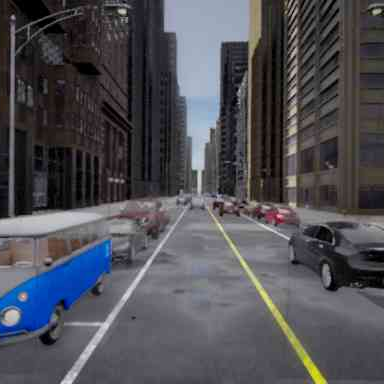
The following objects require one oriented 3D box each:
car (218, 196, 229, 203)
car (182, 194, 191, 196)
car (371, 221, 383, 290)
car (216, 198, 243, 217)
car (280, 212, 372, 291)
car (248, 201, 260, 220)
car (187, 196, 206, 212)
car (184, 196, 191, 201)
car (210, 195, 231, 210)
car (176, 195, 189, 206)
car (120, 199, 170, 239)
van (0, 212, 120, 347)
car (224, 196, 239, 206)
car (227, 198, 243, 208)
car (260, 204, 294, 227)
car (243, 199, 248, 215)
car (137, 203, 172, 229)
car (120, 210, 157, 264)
[{"bbox_3d":[6.956,1.688,73.332,1.947,1.339,4.313,1,0,1],"label":"car"},{"bbox_3d":[-1.755,1.596,62.222,1.947,1.339,4.313,1,0,1],"label":"car"},{"bbox_3d":[3.926,1.389,3.047,2.097,1.767,4.553,1,0,1],"label":"car"},{"bbox_3d":[3.558,1.575,32.347,1.812,1.442,4.674,1,0,2],"label":"car"},{"bbox_3d":[4.025,1.548,9.076,1.837,1.490,4.892,1,0,1],"label":"car"},{"bbox_3d":[6.209,1.653,28.388,1.802,1.307,4.206,1,0,1],"label":"car"},{"bbox_3d":[0.638,1.555,39.913,1.812,1.442,4.674,1,0,1],"label":"car"},{"bbox_3d":[-1.288,1.648,90.310,1.802,1.307,4.206,0,0,1],"label":"car"},{"bbox_3d":[3.731,1.540,44.771,1.882,1.535,5.008,1,0,1],"label":"car"},{"bbox_3d":[-1.849,1.605,56.604,1.802,1.307,4.206,1,0,1],"label":"car"},{"bbox_3d":[-2.499,1.300,17.281,2.192,1.841,5.009,1,0,1],"label":"car"},{"bbox_3d":[-2.686,1.319,6.046,1.690,1.788,3.998,1,0,1],"label":"van"},{"bbox_3d":[6.677,1.542,56.478,1.967,1.590,4.097,1,0,1],"label":"car"},{"bbox_3d":[6.582,1.640,50.860,1.887,1.381,4.507,1,0,1],"label":"car"},{"bbox_3d":[6.115,1.649,22.770,1.802,1.307,4.206,1,0,1],"label":"car"},{"bbox_3d":[6.305,1.601,34.176,1.752,1.417,4.829,1,0,1],"label":"car"},{"bbox_3d":[-2.411,1.514,22.729,1.752,1.417,4.829,1,0,1],"label":"car"},{"bbox_3d":[-2.595,1.533,11.663,2.008,1.369,4.403,1,0,1],"label":"car"}]
